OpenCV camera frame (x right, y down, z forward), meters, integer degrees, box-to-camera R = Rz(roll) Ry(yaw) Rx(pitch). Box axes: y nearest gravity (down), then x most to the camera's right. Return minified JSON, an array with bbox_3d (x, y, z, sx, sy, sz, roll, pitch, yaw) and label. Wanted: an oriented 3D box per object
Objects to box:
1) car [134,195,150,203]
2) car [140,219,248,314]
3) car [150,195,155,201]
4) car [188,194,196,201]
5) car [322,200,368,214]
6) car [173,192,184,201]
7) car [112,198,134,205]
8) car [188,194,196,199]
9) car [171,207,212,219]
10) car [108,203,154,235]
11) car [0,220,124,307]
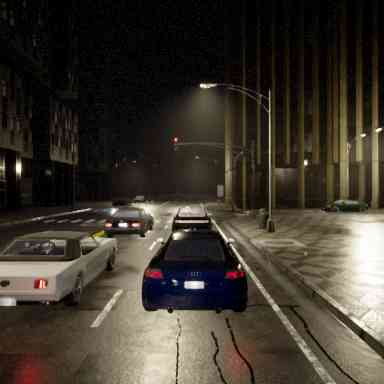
[{"bbox_3d":[-9.810,1.397,63.060,2.033,1.411,5.357,0,0,1],"label":"car"},{"bbox_3d":[0.085,1.560,7.705,1.994,1.385,4.181,0,0,1],"label":"car"},{"bbox_3d":[-9.763,1.315,78.618,2.033,1.411,5.357,0,0,0],"label":"car"},{"bbox_3d":[-0.012,1.336,75.057,2.033,1.411,5.357,0,0,0],"label":"car"},{"bbox_3d":[15.143,1.446,33.076,4.181,1.385,1.994,0,0,0],"label":"car"},{"bbox_3d":[-3.262,1.296,75.057,1.837,1.490,4.892,0,0,0],"label":"car"},{"bbox_3d":[-9.852,1.513,46.690,1.895,1.301,4.718,0,0,0],"label":"car"},{"bbox_3d":[-0.013,1.192,85.509,1.895,1.301,4.718,0,0,0],"label":"car"},{"bbox_3d":[-0.003,1.477,16.579,2.128,1.511,4.902,0,0,0],"label":"car"},{"bbox_3d":[-3.155,1.531,17.517,2.033,1.411,5.357,0,0,0],"label":"car"},{"bbox_3d":[-3.149,1.597,7.926,1.895,1.301,4.718,0,0,0],"label":"car"}]
